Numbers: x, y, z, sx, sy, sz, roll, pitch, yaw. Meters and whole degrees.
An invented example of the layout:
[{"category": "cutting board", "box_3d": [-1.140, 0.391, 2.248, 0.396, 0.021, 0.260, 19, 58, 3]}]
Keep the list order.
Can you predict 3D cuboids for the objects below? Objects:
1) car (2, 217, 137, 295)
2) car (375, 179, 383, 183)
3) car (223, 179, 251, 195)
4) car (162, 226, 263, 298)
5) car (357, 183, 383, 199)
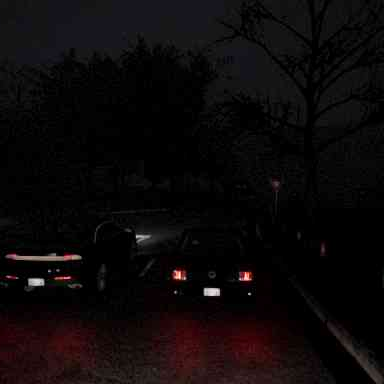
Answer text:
[{"category": "car", "box_3d": [-2.720, 1.390, 8.513, 2.128, 1.511, 4.902, 0, 1, 3]}, {"category": "car", "box_3d": [34.874, -1.556, 59.516, 2.185, 1.767, 4.553, -1, 4, -15]}, {"category": "car", "box_3d": [6.117, -0.732, 46.019, 2.150, 2.045, 5.566, 0, 3, -17]}, {"category": "car", "box_3d": [0.504, 1.509, 8.331, 1.895, 1.301, 4.718, 0, 1, 3]}, {"category": "car", "box_3d": [21.101, 0.004, 38.416, 4.181, 1.385, 1.994, -2, 4, -24]}]
